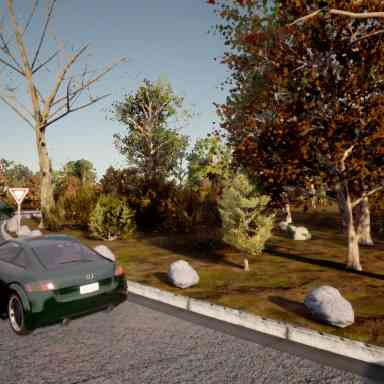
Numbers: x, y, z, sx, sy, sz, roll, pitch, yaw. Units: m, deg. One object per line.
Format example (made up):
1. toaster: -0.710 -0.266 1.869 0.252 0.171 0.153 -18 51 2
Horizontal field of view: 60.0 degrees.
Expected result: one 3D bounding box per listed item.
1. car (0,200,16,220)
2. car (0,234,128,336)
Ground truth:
1. car: -20.196 1.859 34.499 2.150 2.045 5.566 -2 -1 -11
2. car: -3.193 1.581 6.870 4.181 1.385 1.994 0 0 42
